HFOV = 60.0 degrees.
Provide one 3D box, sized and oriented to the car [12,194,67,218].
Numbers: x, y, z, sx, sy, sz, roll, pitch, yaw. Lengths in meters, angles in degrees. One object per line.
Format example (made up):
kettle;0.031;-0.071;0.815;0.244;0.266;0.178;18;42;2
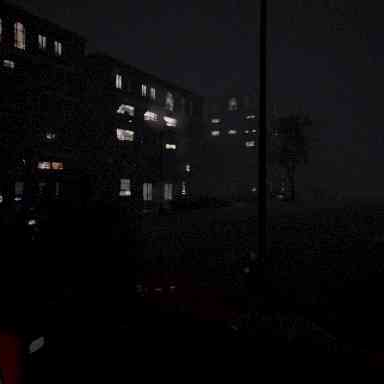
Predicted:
car;-11.403;1.192;27.095;1.882;1.535;5.008;1;1;35

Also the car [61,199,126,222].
car;-6.664;1.329;23.749;1.947;1.339;4.313;2;2;35

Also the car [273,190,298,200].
car;15.711;0.675;55.877;1.752;1.417;4.829;2;2;35

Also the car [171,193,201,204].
car;-0.811;0.910;46.817;1.947;1.339;4.313;2;2;35

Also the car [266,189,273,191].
car;15.654;0.424;60.361;2.097;1.767;4.553;1;1;36

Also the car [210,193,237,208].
car;2.883;1.051;37.457;2.008;1.369;4.403;2;2;35

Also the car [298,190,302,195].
car;27.831;0.114;87.947;1.887;1.381;4.507;2;2;35

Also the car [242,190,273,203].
car;9.248;0.876;46.598;2.008;1.369;4.403;2;2;35

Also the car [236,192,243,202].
car;8.401;0.775;49.930;1.837;1.490;4.892;1;1;35

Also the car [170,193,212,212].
car;-0.300;1.132;32.887;1.887;1.381;4.507;2;2;35

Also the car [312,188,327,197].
car;29.070;0.009;75.595;2.150;2.045;5.566;1;1;35

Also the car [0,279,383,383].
car;-0.316;1.544;3.096;4.507;1.381;1.887;0;0;36

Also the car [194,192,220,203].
car;2.372;0.808;51.387;2.008;1.369;4.403;2;2;35

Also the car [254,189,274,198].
car;15.105;0.227;69.661;2.192;1.841;5.009;2;2;35

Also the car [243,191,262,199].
car;11.822;0.526;64.956;1.752;1.417;4.829;2;2;35

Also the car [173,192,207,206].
car;-0.157;0.883;43.223;1.882;1.535;5.008;1;1;35

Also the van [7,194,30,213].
van;-13.538;1.035;28.531;1.690;1.788;3.998;2;2;35

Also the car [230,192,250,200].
car;8.737;0.650;60.527;1.947;1.339;4.313;2;2;35
